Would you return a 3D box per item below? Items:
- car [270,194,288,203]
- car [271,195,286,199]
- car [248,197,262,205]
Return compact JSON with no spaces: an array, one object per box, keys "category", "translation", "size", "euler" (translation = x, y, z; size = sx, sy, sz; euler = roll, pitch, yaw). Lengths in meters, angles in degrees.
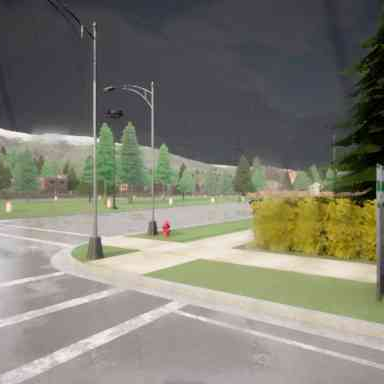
[{"category":"car","translation":[17.731,1.353,67.546],"size":[2.097,1.767,4.553],"euler":[0,0,36]},{"category":"car","translation":[15.179,1.525,58.055],"size":[1.812,1.442,4.674],"euler":[0,0,36]},{"category":"car","translation":[11.887,1.600,59.473],"size":[1.895,1.301,4.718],"euler":[0,0,36]}]
